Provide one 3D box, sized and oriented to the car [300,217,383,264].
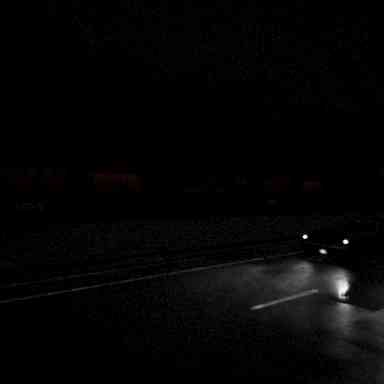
[{"bbox_3d":[6.003,1.605,11.955,4.718,1.301,1.895,0,0,-35],"label":"car"}]
